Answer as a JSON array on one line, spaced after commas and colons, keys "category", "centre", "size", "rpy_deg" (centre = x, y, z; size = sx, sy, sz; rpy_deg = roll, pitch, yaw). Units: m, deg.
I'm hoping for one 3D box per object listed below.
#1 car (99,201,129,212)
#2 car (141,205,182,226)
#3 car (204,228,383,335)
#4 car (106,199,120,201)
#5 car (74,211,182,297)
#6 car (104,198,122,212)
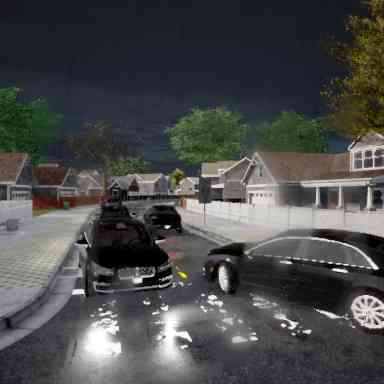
[{"category": "car", "centre": [-4.185, 1.497, 18.091], "size": [1.837, 1.490, 4.892], "rpy_deg": [0, 0, -15]}, {"category": "car", "centre": [-1.807, 1.514, 19.489], "size": [1.837, 1.490, 4.892], "rpy_deg": [0, 0, -13]}, {"category": "car", "centre": [2.400, 1.514, 6.832], "size": [4.892, 1.490, 1.837], "rpy_deg": [0, 2, 44]}, {"category": "car", "centre": [-7.138, 1.487, 29.491], "size": [2.128, 1.511, 4.902], "rpy_deg": [0, 0, -14]}, {"category": "car", "centre": [-1.972, 1.495, 8.832], "size": [1.837, 1.490, 4.892], "rpy_deg": [0, 0, -22]}, {"category": "car", "centre": [-9.367, 1.523, 39.794], "size": [1.812, 1.442, 4.674], "rpy_deg": [0, 0, -10]}]
